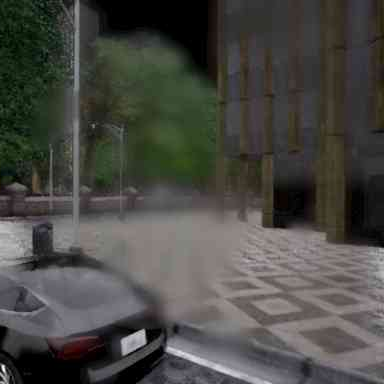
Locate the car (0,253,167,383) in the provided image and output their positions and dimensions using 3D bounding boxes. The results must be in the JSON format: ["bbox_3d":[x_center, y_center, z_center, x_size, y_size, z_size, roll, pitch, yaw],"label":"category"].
[{"bbox_3d":[-2.292,1.521,4.536,4.313,1.339,1.947,1,0,35],"label":"car"}]

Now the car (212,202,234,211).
[{"bbox_3d":[4.755,2.259,50.461,1.994,1.385,4.181,1,-1,35],"label":"car"}]
